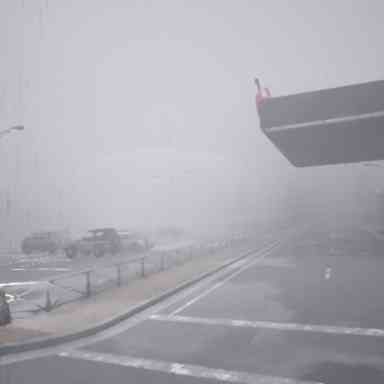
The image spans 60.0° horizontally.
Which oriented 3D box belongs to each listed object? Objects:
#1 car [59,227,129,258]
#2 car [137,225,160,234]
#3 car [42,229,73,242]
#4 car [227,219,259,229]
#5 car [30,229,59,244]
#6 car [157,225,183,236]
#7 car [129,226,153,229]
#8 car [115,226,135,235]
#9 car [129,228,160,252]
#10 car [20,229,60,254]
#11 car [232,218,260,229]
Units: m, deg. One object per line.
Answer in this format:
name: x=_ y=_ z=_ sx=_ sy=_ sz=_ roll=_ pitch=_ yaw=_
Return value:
car: x=-6.759 y=3.497 z=22.943 sx=3.866 sy=1.878 sz=1.905 roll=-6 pitch=-5 yaw=23
car: x=-8.469 y=7.304 z=64.584 sx=3.806 sy=1.475 sz=1.970 roll=-6 pitch=-5 yaw=23
car: x=-21.566 y=6.943 z=53.226 sx=4.605 sy=1.855 sz=1.932 roll=-6 pitch=-5 yaw=23
car: x=8.582 y=5.541 z=57.196 sx=5.027 sy=1.636 sz=2.152 roll=-6 pitch=-5 yaw=23
car: x=-22.335 y=6.742 z=50.401 sx=3.866 sy=1.878 sz=1.905 roll=-6 pitch=-5 yaw=23
car: x=-3.123 y=5.649 z=49.309 sx=3.633 sy=1.501 sz=1.845 roll=-6 pitch=-5 yaw=23
car: x=-7.101 y=5.142 z=40.156 sx=4.514 sy=1.523 sz=2.007 roll=-6 pitch=-5 yaw=23
car: x=-14.099 y=8.117 z=70.206 sx=3.633 sy=1.501 sz=1.845 roll=-6 pitch=-5 yaw=23
car: x=-4.870 y=3.887 z=25.734 sx=3.806 sy=1.475 sz=1.970 roll=-6 pitch=-5 yaw=23
car: x=-12.676 y=4.396 z=29.017 sx=4.605 sy=1.855 sz=1.932 roll=-6 pitch=-5 yaw=23
car: x=9.771 y=5.709 z=60.095 sx=4.514 sy=1.523 sz=2.007 roll=-6 pitch=-5 yaw=23
